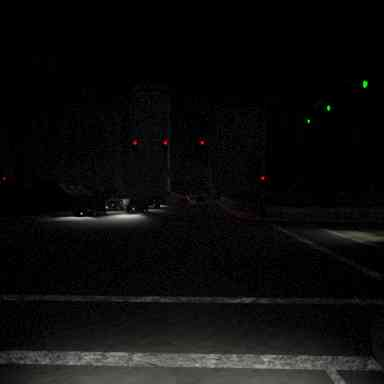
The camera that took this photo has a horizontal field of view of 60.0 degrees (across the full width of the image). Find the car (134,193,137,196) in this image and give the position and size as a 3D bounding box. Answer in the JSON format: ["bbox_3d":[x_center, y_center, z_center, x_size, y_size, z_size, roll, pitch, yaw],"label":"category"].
[{"bbox_3d":[-9.147,1.221,53.478,2.150,2.045,5.566,0,0,1],"label":"car"}]

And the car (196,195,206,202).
[{"bbox_3d":[1.969,1.352,74.566,2.128,1.511,4.902,0,0,1],"label":"car"}]

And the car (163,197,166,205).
[{"bbox_3d":[-5.549,1.547,57.152,2.033,1.411,5.357,0,0,2],"label":"car"}]

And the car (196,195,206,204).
[{"bbox_3d":[1.741,1.505,65.349,1.837,1.490,4.892,0,0,1],"label":"car"}]

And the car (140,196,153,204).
[{"bbox_3d":[-8.803,1.526,65.163,1.812,1.442,4.674,0,0,2],"label":"car"}]

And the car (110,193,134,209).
[{"bbox_3d":[-9.423,1.221,42.709,2.150,2.045,5.566,0,0,2],"label":"car"}]

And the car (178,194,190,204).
[{"bbox_3d":[-1.743,1.564,66.062,1.994,1.385,4.181,0,0,1],"label":"car"}]

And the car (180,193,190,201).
[{"bbox_3d":[-1.530,1.182,74.623,2.097,1.767,4.553,0,0,1],"label":"car"}]

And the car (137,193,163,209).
[{"bbox_3d":[-5.819,1.221,46.797,2.150,2.045,5.566,0,0,1],"label":"car"}]

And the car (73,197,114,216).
[{"bbox_3d":[-9.745,1.547,32.529,2.033,1.411,5.357,0,0,4],"label":"car"}]

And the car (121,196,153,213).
[{"bbox_3d":[-6.059,1.491,37.225,2.128,1.511,4.902,0,0,1],"label":"car"}]
